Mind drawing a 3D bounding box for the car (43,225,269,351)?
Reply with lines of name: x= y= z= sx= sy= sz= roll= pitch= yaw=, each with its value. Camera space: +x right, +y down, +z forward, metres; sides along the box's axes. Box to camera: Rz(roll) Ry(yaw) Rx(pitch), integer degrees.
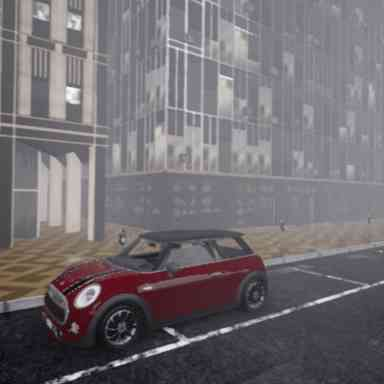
car: x=-0.519 y=1.471 z=6.184 sx=4.097 sy=1.590 sz=1.967 roll=1 pitch=0 yaw=-36
